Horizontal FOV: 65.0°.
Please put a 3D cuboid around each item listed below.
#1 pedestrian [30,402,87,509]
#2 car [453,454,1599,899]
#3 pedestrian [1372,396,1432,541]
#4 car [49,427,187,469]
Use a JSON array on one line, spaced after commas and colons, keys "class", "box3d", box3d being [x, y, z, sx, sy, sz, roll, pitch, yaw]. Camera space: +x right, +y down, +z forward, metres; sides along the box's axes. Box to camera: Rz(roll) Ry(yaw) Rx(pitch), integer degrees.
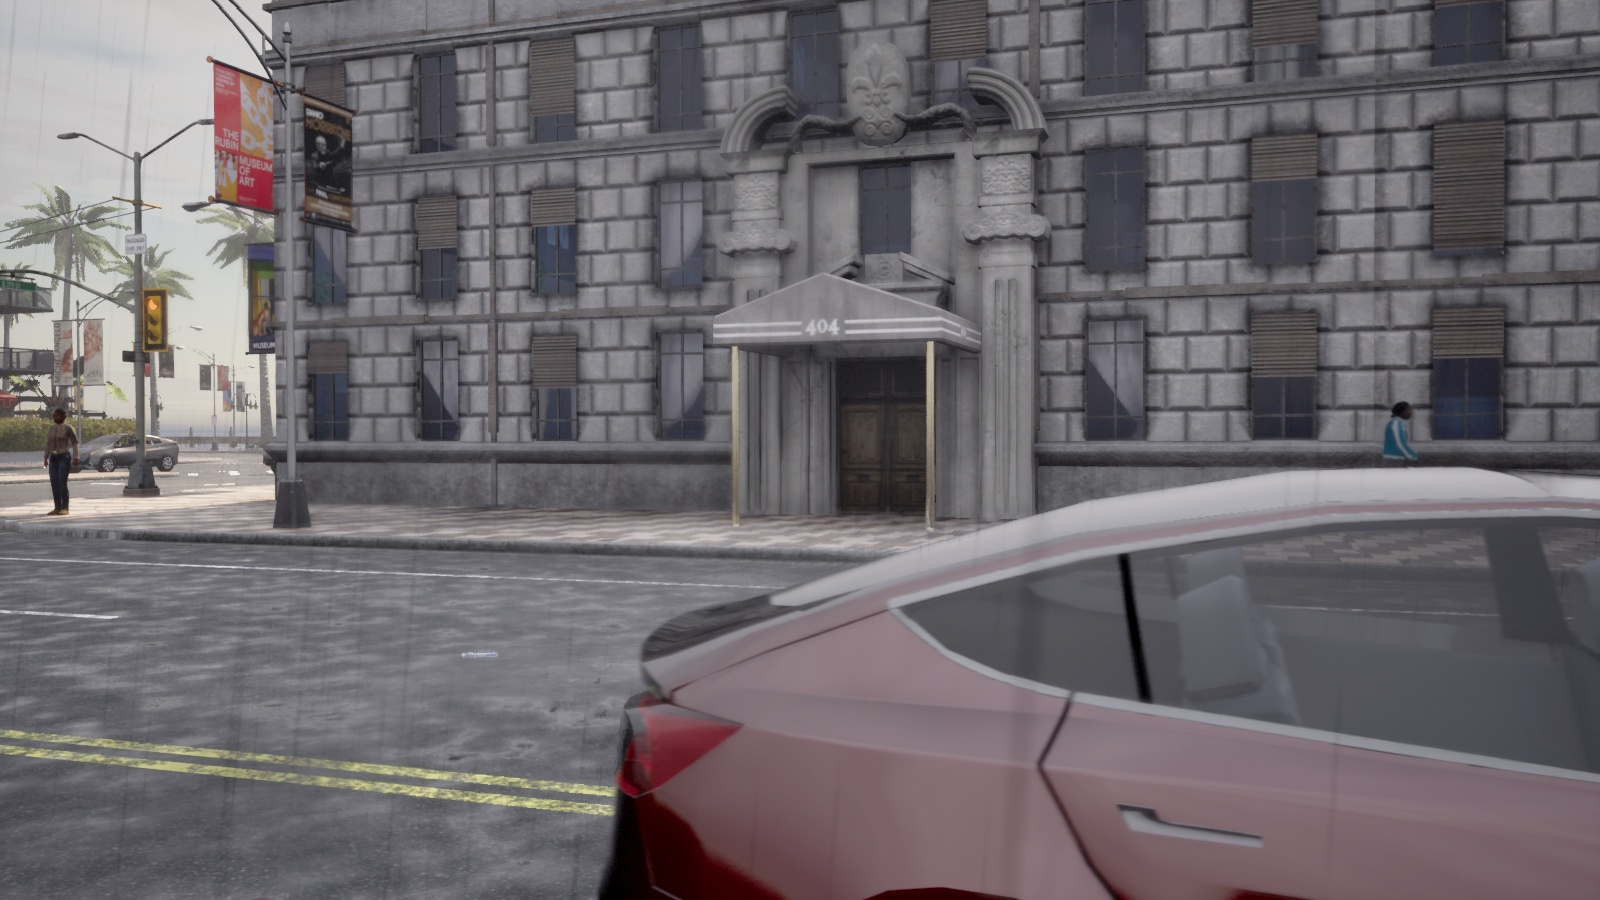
[{"class": "pedestrian", "box3d": [-12.728, 0.090, 21.561, 0.328, 1.805, 0.869, 0, 1, 12]}, {"class": "car", "box3d": [1.991, 0.793, 2.523, 4.792, 1.488, 2.163, 1, 1, 19]}, {"class": "pedestrian", "box3d": [8.157, 0.241, 17.038, 0.692, 1.930, 0.396, 1, 1, 23]}, {"class": "car", "box3d": [-26.233, -0.102, 48.491, 2.007, 1.525, 4.514, 1, 1, 19]}]
